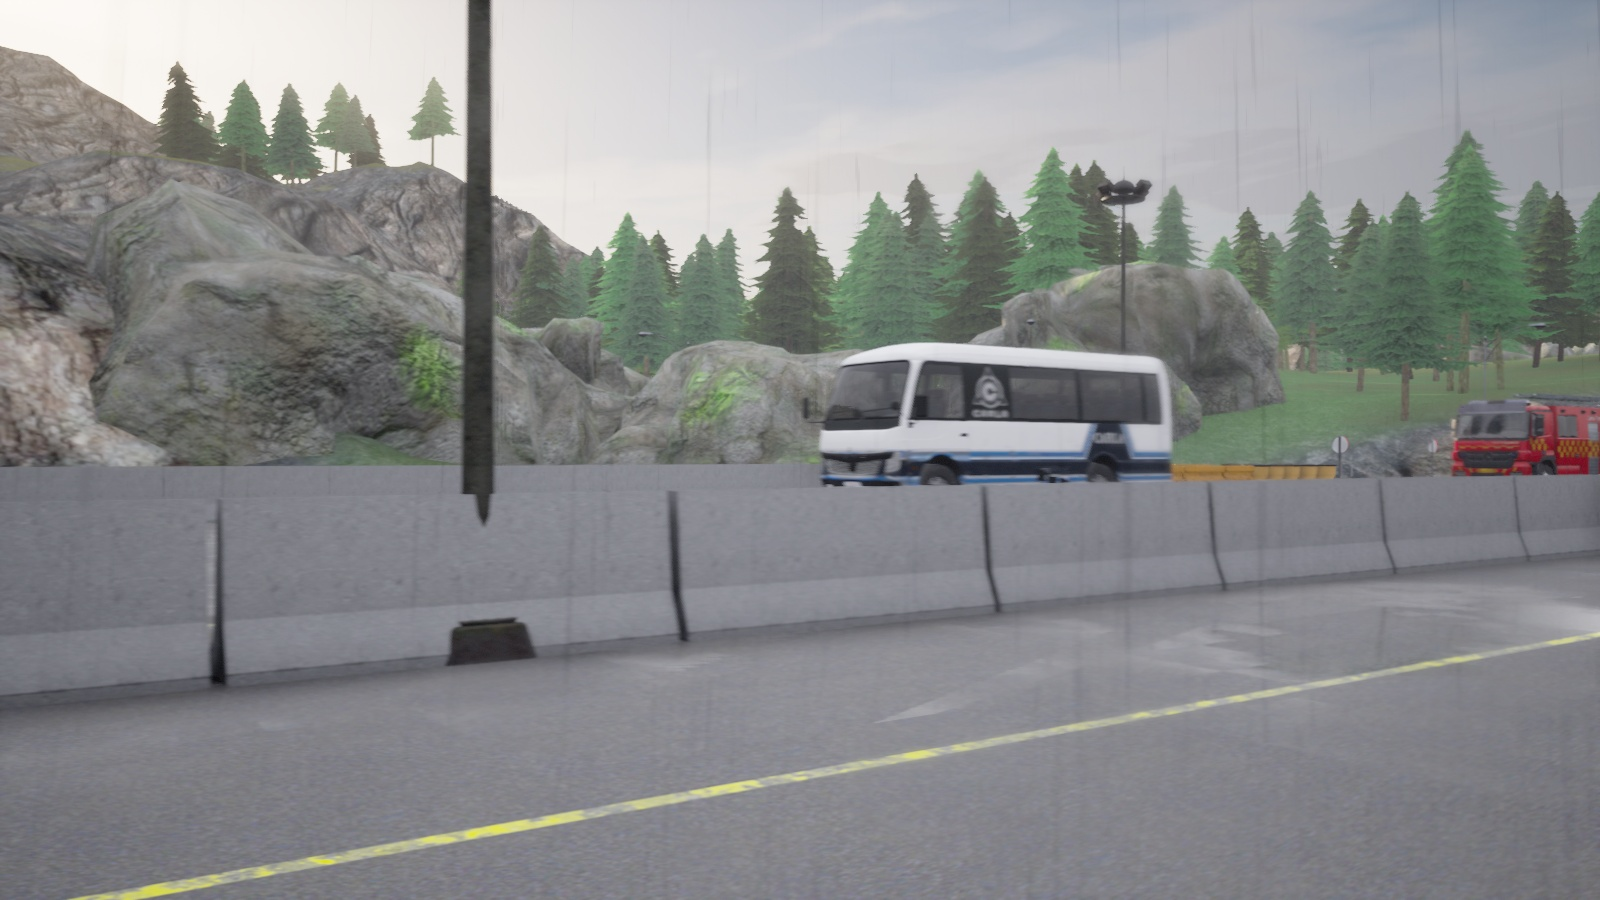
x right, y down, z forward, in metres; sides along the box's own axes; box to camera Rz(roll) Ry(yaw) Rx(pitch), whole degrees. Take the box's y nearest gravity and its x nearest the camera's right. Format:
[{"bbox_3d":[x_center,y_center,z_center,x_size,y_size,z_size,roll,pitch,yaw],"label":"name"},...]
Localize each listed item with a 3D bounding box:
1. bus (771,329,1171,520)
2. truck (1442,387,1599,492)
[{"bbox_3d":[4.621,-0.562,32.467,10.273,4.253,3.944,0,0,-35],"label":"bus"},{"bbox_3d":[28.939,-0.360,49.392,8.468,3.827,2.891,0,0,-35],"label":"truck"}]
